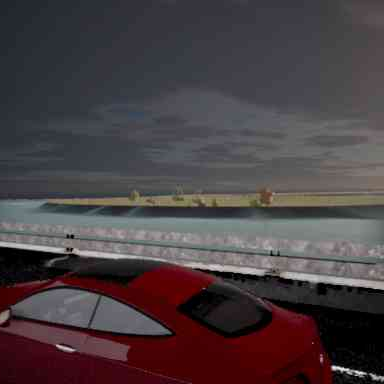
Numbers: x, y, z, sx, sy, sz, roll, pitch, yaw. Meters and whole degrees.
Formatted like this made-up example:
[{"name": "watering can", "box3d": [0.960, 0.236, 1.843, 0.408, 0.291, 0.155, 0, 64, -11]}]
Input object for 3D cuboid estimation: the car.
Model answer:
[{"name": "car", "box3d": [-0.947, 1.525, 3.764, 4.674, 1.442, 1.812, 0, 0, 26]}]
